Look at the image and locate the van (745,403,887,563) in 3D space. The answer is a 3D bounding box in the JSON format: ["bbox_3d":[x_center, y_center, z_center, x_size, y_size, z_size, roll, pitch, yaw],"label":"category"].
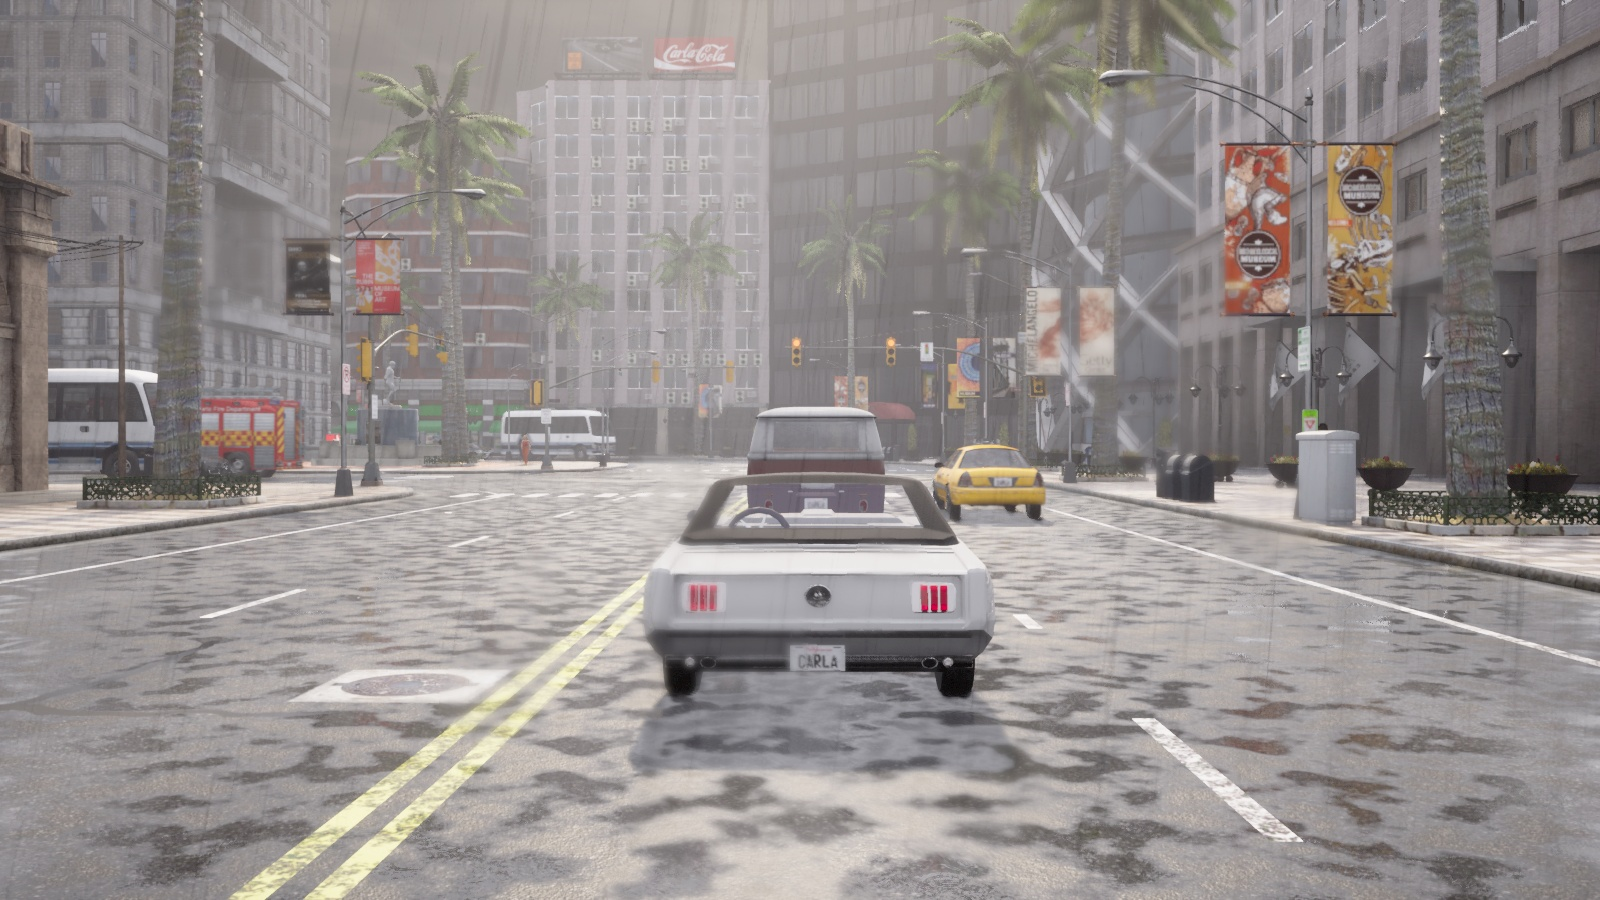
[{"bbox_3d":[0.224,0.399,17.841,1.775,1.987,4.442,0,0,1],"label":"van"}]

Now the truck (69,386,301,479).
[{"bbox_3d":[-26.065,-0.740,53.478,8.468,3.827,2.891,0,0,0],"label":"truck"}]

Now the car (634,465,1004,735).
[{"bbox_3d":[0.125,0.797,8.803,1.895,1.301,4.718,0,0,1],"label":"car"}]

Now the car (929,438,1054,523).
[{"bbox_3d":[3.810,0.543,25.881,1.801,1.575,5.366,0,0,1],"label":"car"}]

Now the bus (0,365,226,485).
[{"bbox_3d":[-27.300,-0.914,46.485,10.273,4.253,3.944,0,0,0],"label":"bus"}]

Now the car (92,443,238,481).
[{"bbox_3d":[-25.251,0.449,49.998,4.892,1.490,1.837,0,0,1],"label":"car"}]
